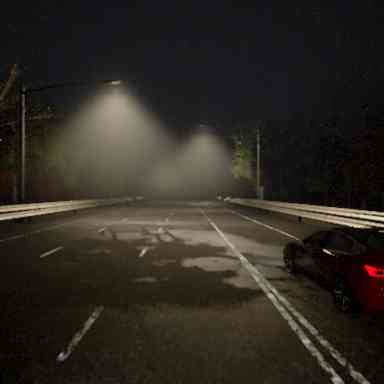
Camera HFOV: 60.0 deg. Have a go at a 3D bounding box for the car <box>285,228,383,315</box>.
[{"bbox_3d":[3.672,1.520,7.624,2.163,1.488,4.792,0,0,-2],"label":"car"}]
